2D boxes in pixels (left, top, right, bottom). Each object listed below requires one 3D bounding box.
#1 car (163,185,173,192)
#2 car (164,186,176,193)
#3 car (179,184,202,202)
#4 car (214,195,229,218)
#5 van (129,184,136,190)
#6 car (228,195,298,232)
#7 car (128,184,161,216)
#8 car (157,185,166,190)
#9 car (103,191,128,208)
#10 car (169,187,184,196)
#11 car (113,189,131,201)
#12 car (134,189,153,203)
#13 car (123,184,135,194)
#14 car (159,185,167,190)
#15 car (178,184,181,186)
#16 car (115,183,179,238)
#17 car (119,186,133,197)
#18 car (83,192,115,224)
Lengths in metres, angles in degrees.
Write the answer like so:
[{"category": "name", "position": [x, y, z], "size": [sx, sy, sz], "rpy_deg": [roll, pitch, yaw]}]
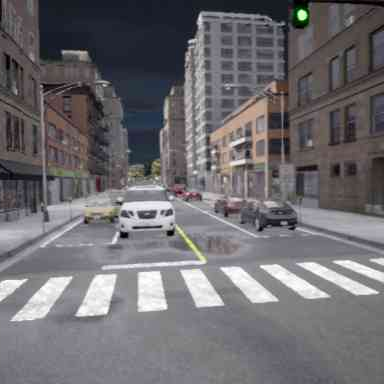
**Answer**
[{"category": "car", "position": [-5.236, -0.727, 71.934], "size": [1.752, 1.417, 4.829], "rpy_deg": [-1, 2, -9]}, {"category": "car", "position": [-4.349, -0.515, 66.153], "size": [1.947, 1.339, 4.313], "rpy_deg": [-1, 2, -9]}, {"category": "car", "position": [-0.051, 0.193, 38.080], "size": [1.967, 1.590, 4.097], "rpy_deg": [-1, 2, -9]}, {"category": "car", "position": [2.532, 0.833, 21.243], "size": [1.802, 1.307, 4.206], "rpy_deg": [-1, 2, -9]}, {"category": "van", "position": [-16.584, -1.402, 92.997], "size": [1.690, 1.788, 3.998], "rpy_deg": [-1, 2, -9]}, {"category": "car", "position": [3.392, 0.968, 15.629], "size": [2.008, 1.369, 4.403], "rpy_deg": [-1, 2, -9]}, {"category": "car", "position": [-3.622, 0.459, 25.162], "size": [2.150, 2.045, 5.566], "rpy_deg": [-1, 2, -9]}, {"category": "car", "position": [-8.650, -1.376, 94.222], "size": [2.008, 1.369, 4.403], "rpy_deg": [-1, 2, -9]}, {"category": "car", "position": [-7.119, 0.668, 31.258], "size": [1.947, 1.339, 4.313], "rpy_deg": [-1, 2, -9]}, {"category": "car", "position": [-2.629, -0.181, 54.926], "size": [1.947, 1.339, 4.313], "rpy_deg": [-1, 2, -9]}, {"category": "car", "position": [-8.840, 0.320, 42.485], "size": [2.008, 1.369, 4.403], "rpy_deg": [-1, 2, -9]}, {"category": "car", "position": [-5.553, 0.422, 37.907], "size": [1.994, 1.385, 4.181], "rpy_deg": [-1, 2, -8]}, {"category": "car", "position": [-12.284, -0.582, 64.930], "size": [2.192, 1.841, 5.009], "rpy_deg": [-1, 2, -9]}, {"category": "car", "position": [-7.790, -1.211, 88.609], "size": [1.887, 1.381, 4.507], "rpy_deg": [-1, 2, -9]}, {"category": "car", "position": [-1.773, -0.266, 49.304], "size": [2.192, 1.841, 5.009], "rpy_deg": [-1, 2, -9]}, {"category": "car", "position": [-2.090, 0.753, 15.169], "size": [2.150, 2.045, 5.566], "rpy_deg": [-1, 2, -9]}, {"category": "car", "position": [-10.562, -0.124, 53.707], "size": [1.967, 1.590, 4.097], "rpy_deg": [-1, 2, -9]}, {"category": "car", "position": [-5.374, 0.965, 19.862], "size": [1.752, 1.417, 4.829], "rpy_deg": [-1, 2, -9]}]
